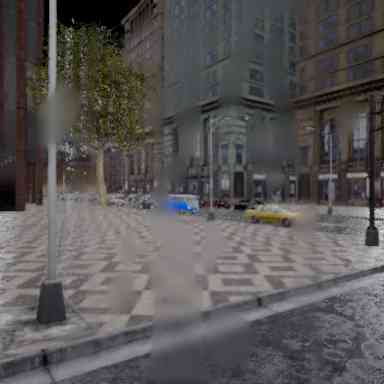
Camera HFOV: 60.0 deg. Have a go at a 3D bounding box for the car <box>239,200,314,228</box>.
[{"bbox_3d":[5.599,1.470,21.892,1.752,1.417,4.829,1,0,-35],"label":"car"}]

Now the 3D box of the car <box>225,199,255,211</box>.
[{"bbox_3d":[6.005,1.423,36.137,1.947,1.339,4.313,1,0,-35],"label":"car"}]

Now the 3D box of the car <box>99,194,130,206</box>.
[{"bbox_3d":[-10.561,1.126,44.875,1.752,1.417,4.829,1,0,-35],"label":"car"}]

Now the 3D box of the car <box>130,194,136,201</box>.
[{"bbox_3d":[-10.152,1.021,59.113,2.008,1.369,4.403,1,0,-35],"label":"car"}]

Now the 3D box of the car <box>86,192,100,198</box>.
[{"bbox_3d":[-23.077,0.701,77.490,1.887,1.381,4.507,1,0,-35],"label":"car"}]

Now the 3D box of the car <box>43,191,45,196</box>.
[{"bbox_3d":[-36.509,0.410,81.772,1.967,1.590,4.097,1,0,-35],"label":"car"}]

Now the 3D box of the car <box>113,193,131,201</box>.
[{"bbox_3d":[-13.384,0.973,63.707,1.802,1.307,4.206,1,0,-35],"label":"car"}]

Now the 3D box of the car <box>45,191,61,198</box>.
[{"bbox_3d":[-30.045,0.562,72.582,1.967,1.590,4.097,1,0,-35],"label":"car"}]

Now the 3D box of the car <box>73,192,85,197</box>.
[{"bbox_3d":[-29.541,0.586,86.678,1.802,1.307,4.206,1,0,-35],"label":"car"}]

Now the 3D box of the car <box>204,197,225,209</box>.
[{"bbox_3d":[2.775,1.333,40.732,1.887,1.381,4.507,1,0,-35],"label":"car"}]

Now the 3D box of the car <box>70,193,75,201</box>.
[{"bbox_3d":[-20.353,0.907,58.798,2.008,1.369,4.403,1,0,-35],"label":"car"}]

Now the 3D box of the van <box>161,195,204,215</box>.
[{"bbox_3d":[-0.960,1.164,31.225,1.690,1.788,3.998,1,0,-35],"label":"van"}]

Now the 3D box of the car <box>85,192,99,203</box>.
[{"bbox_3d":[-13.890,1.067,49.609,2.008,1.369,4.403,1,0,-35],"label":"car"}]

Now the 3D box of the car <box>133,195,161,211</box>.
[{"bbox_3d":[-4.195,1.304,35.821,2.008,1.369,4.403,1,0,-35],"label":"car"}]

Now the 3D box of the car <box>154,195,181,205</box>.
[{"bbox_3d":[-3.690,1.184,49.924,2.008,1.369,4.403,1,0,-35],"label":"car"}]

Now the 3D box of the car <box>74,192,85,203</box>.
[{"bbox_3d":[-17.122,0.987,54.203,2.008,1.369,4.403,1,0,-35],"label":"car"}]
